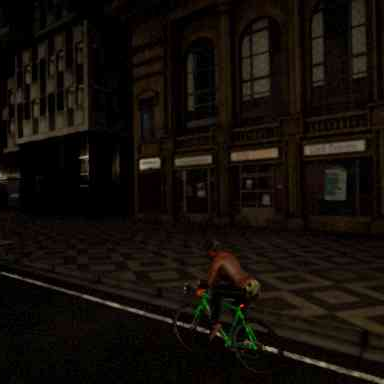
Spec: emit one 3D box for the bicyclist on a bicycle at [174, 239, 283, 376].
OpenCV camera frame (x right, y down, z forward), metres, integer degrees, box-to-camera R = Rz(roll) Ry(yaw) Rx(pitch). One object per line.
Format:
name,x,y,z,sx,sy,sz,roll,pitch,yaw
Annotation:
bicyclist on a bicycle,0.398,1.459,4.376,1.656,1.620,0.582,-1,0,35
